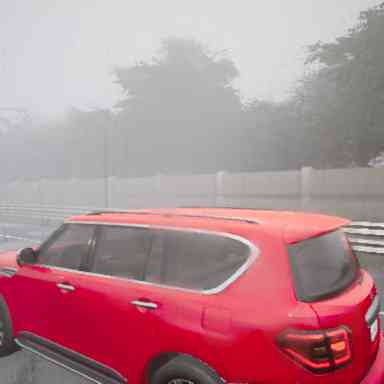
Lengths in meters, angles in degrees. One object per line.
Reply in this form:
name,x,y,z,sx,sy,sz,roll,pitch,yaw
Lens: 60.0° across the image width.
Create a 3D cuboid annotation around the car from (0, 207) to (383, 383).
car,-0.659,1.222,4.341,5.566,2.045,2.150,0,0,36
